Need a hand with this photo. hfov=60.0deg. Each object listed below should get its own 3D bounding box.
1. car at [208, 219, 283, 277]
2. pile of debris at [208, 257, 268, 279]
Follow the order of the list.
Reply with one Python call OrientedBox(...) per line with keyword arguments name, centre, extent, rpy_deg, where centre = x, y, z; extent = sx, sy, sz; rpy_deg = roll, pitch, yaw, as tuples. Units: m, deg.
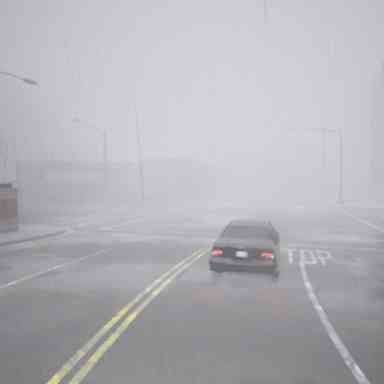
OrientedBox(name="car", centre=(1.816, 1.563, 10.469), extent=(2.033, 1.411, 5.357), rpy_deg=(1, 0, 14))
OrientedBox(name="pile of debris", centre=(1.417, 2.192, 9.780), extent=(1.500, 0.140, 1.860), rpy_deg=(0, 0, 15))
